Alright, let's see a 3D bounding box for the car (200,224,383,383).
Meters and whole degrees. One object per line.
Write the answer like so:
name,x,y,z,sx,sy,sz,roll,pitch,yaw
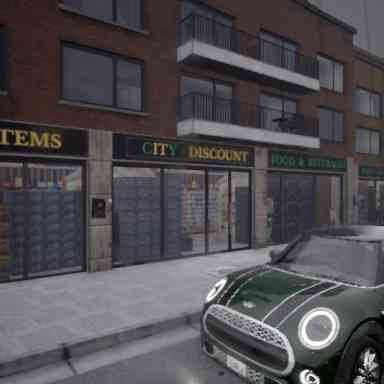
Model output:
car,2.323,1.351,5.042,4.553,1.767,2.097,0,0,-36
